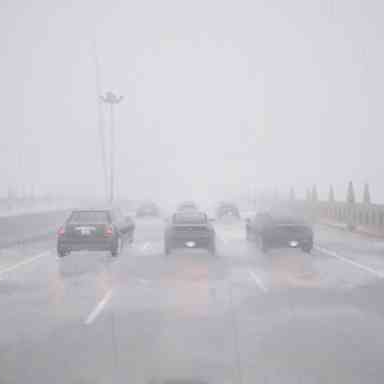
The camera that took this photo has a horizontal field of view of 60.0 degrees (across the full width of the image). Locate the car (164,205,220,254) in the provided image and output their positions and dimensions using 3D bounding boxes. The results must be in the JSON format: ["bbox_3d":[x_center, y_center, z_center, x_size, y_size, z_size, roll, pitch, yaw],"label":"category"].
[{"bbox_3d":[-0.092,1.509,13.650,1.837,1.490,4.892,0,0,-1],"label":"car"}]

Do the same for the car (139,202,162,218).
[{"bbox_3d":[-3.906,1.575,30.571,1.994,1.385,4.181,0,0,-1],"label":"car"}]

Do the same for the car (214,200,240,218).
[{"bbox_3d":[3.105,1.512,30.063,1.837,1.490,4.892,0,0,-1],"label":"car"}]

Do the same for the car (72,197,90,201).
[{"bbox_3d":[-18.530,1.518,55.615,2.128,1.511,4.902,0,0,-1],"label":"car"}]

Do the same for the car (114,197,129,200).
[{"bbox_3d":[-11.527,1.514,54.495,2.128,1.511,4.902,0,0,-1],"label":"car"}]

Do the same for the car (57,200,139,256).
[{"bbox_3d":[-3.587,1.358,13.227,2.097,1.767,4.553,0,0,-1],"label":"car"}]

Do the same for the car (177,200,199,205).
[{"bbox_3d":[-0.394,1.514,29.998,1.837,1.490,4.892,0,0,-1],"label":"car"}]

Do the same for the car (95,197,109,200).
[{"bbox_3d":[-15.032,1.551,55.716,1.812,1.442,4.674,0,0,0],"label":"car"}]

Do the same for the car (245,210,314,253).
[{"bbox_3d":[3.407,1.507,13.717,1.837,1.490,4.892,0,0,-1],"label":"car"}]
